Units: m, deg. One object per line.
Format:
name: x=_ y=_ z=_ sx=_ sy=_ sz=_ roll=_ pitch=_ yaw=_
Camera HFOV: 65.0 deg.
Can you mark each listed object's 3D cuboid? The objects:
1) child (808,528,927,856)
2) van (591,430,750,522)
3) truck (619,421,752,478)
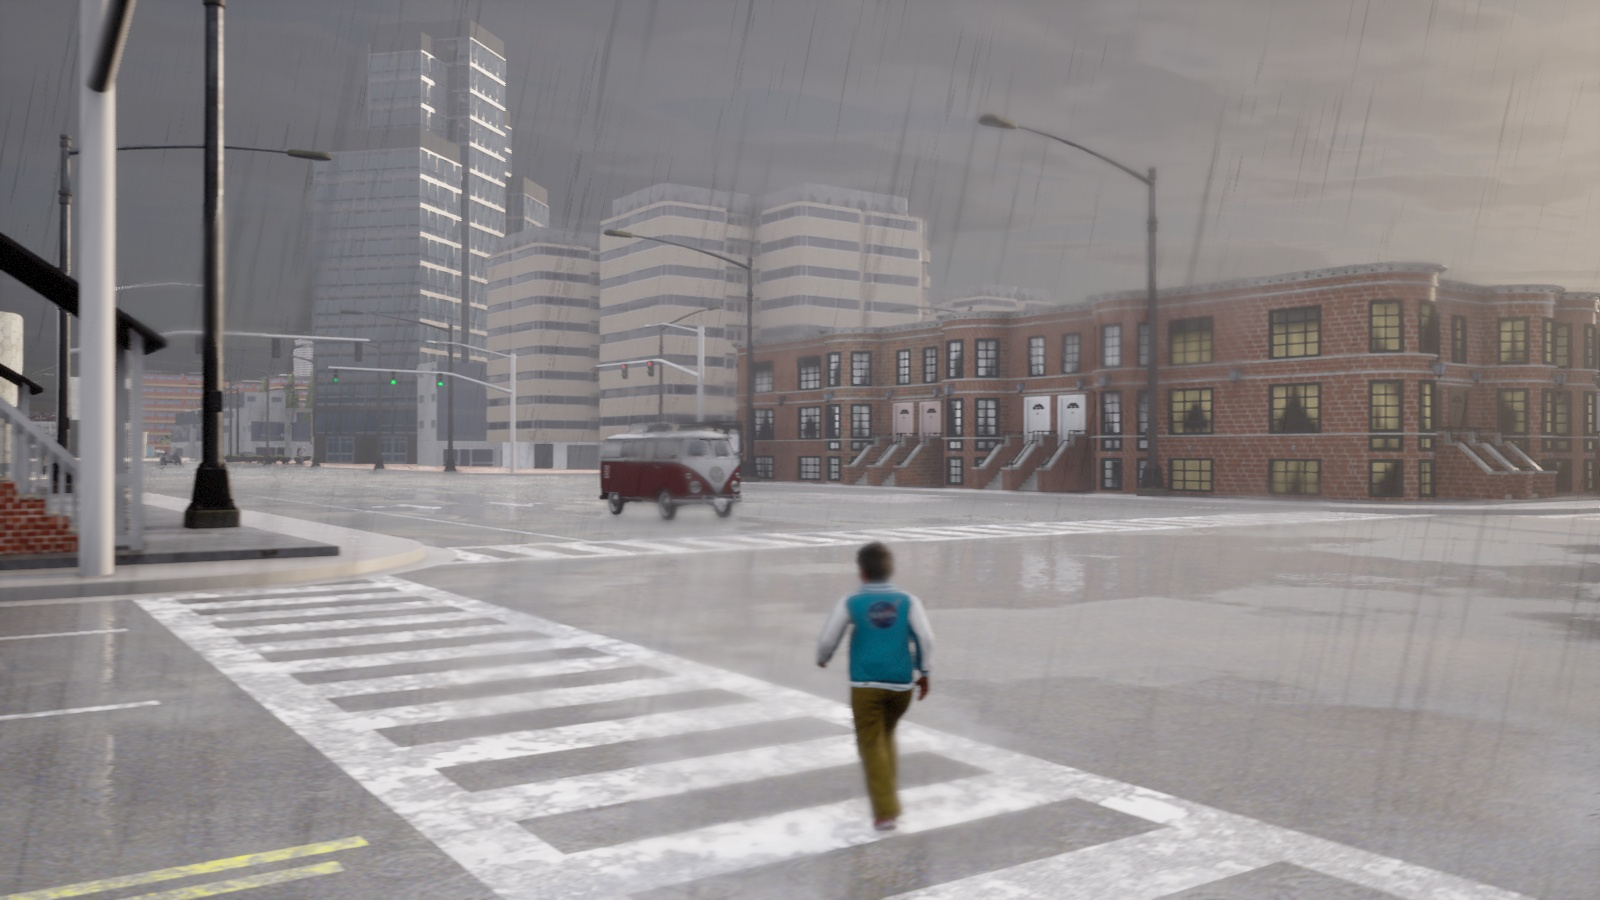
child: x=0.259 y=0.921 z=4.958 sx=0.343 sy=1.192 sz=0.448 roll=0 pitch=0 yaw=-15
van: x=-3.129 y=0.576 z=29.431 sx=1.775 sy=1.987 sz=4.442 roll=0 pitch=0 yaw=-35
truck: x=-7.185 y=-0.027 z=79.411 sx=7.936 sy=3.462 sz=2.891 roll=0 pitch=0 yaw=-35
